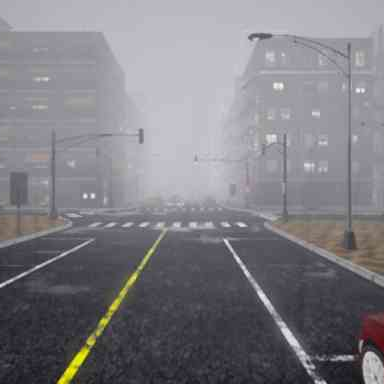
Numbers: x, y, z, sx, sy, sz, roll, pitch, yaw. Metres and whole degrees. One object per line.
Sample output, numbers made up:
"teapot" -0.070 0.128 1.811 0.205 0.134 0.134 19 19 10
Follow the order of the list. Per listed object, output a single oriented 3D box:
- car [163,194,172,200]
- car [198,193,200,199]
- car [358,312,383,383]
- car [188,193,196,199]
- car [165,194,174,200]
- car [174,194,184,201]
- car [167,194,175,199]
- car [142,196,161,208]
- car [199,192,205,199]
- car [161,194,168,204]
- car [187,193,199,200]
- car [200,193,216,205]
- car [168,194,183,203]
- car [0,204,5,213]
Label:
"car" -5.693 1.166 78.441 1.752 1.417 4.829 1 0 0
"car" 2.689 1.271 67.552 1.802 1.307 4.206 1 0 0
"car" 2.697 1.535 1.945 1.887 1.381 4.507 1 0 0
"car" -0.011 1.074 87.247 2.033 1.411 5.357 0 0 0
"car" -5.694 1.167 84.135 2.008 1.369 4.403 1 0 0
"car" -3.009 1.190 75.553 2.033 1.411 5.357 0 0 0
"car" -5.695 1.137 89.658 1.887 1.381 4.507 1 0 0
"car" -5.688 1.315 45.301 1.752 1.417 4.829 1 0 0
"car" 2.691 1.179 56.504 1.967 1.590 4.097 1 0 0
"car" -5.691 1.283 56.517 1.887 1.381 4.507 1 0 0
"car" -0.009 1.001 77.210 2.097 1.767 4.553 0 0 0
"car" 2.691 1.309 50.981 1.887 1.381 4.507 1 0 0
"car" -3.047 1.251 59.487 1.812 1.442 4.674 0 0 1
"car" -17.255 1.135 26.343 4.507 1.381 1.887 1 -1 0
